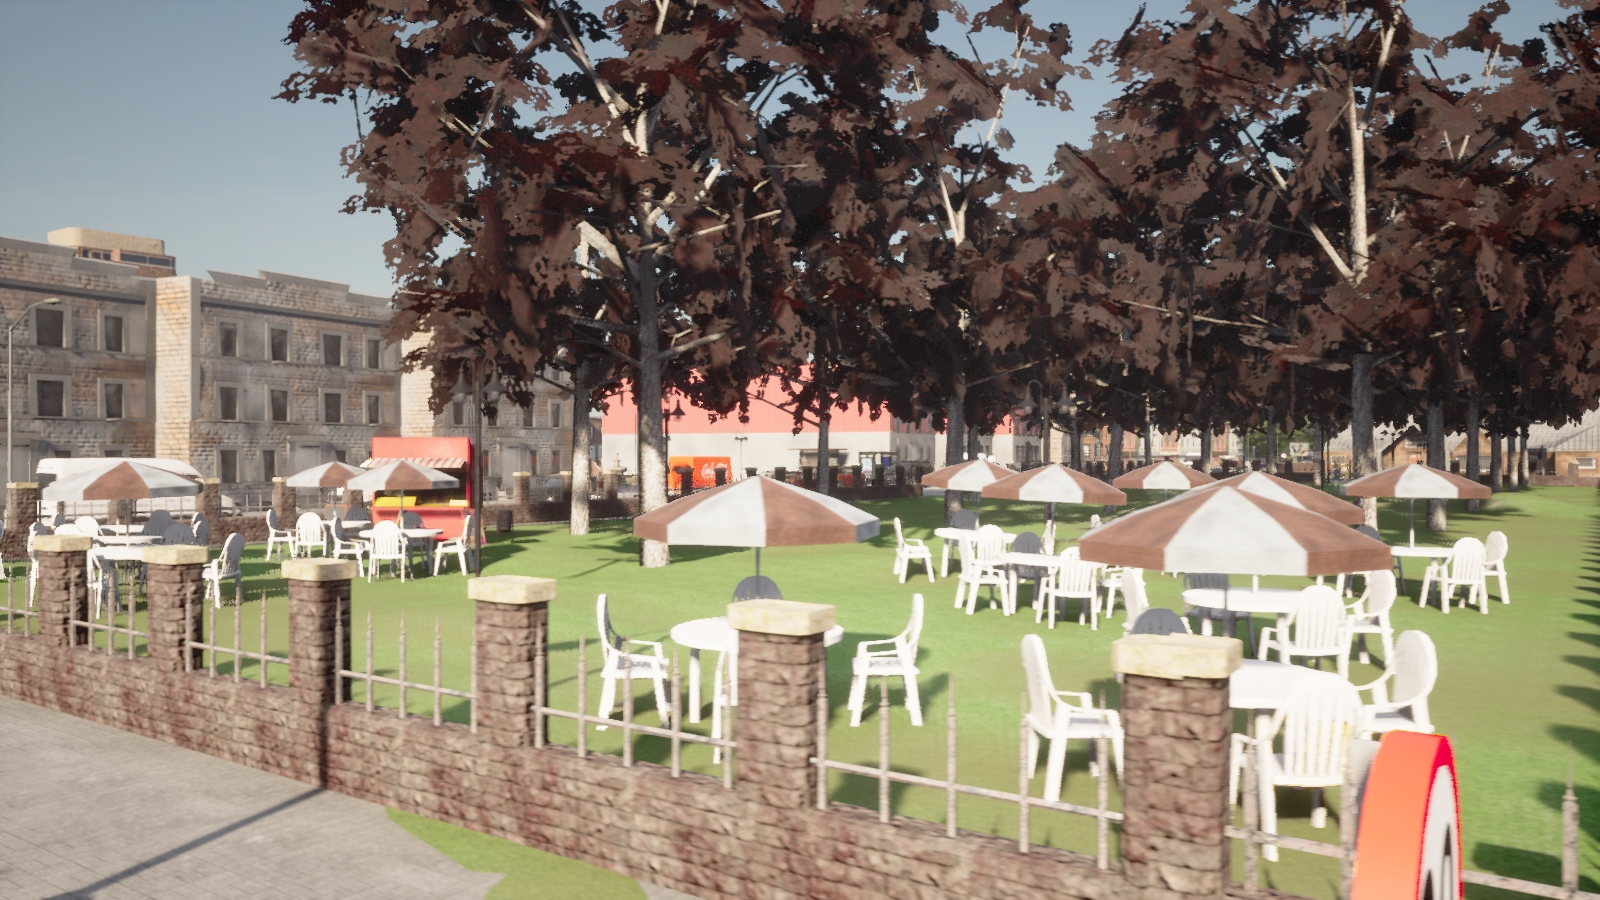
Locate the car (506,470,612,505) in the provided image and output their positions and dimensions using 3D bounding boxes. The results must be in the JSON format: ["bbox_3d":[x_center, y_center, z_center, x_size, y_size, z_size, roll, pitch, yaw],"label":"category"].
[{"bbox_3d":[-11.851,1.812,56.482,2.097,1.535,5.006,0,0,35],"label":"car"}]

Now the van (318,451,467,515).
[{"bbox_3d":[-17.256,1.312,48.748,1.988,2.561,5.915,0,0,35],"label":"van"}]

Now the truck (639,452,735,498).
[{"bbox_3d":[-6.291,1.347,64.427,2.627,2.467,5.204,0,0,35],"label":"truck"}]

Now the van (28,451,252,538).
[{"bbox_3d":[-20.974,1.313,36.606,1.988,2.561,5.915,0,0,36],"label":"van"}]

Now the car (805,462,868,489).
[{"bbox_3d":[2.483,1.684,77.016,2.097,1.767,4.553,0,0,35],"label":"car"}]
